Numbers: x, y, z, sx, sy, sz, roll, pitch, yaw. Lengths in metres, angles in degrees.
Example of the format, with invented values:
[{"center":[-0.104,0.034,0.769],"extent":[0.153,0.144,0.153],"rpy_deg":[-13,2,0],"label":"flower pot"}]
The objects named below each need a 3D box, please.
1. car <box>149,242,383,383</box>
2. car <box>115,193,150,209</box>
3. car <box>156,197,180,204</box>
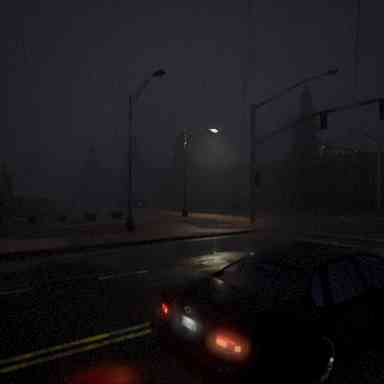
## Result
[{"center":[2.031,1.546,5.229],"extent":[5.357,1.411,2.033],"rpy_deg":[0,0,-35],"label":"car"},{"center":[-8.401,1.212,46.681],"extent":[5.566,2.045,2.150],"rpy_deg":[0,0,37],"label":"car"},{"center":[-4.216,1.501,60.769],"extent":[4.718,1.301,1.895],"rpy_deg":[-3,2,27],"label":"car"}]
